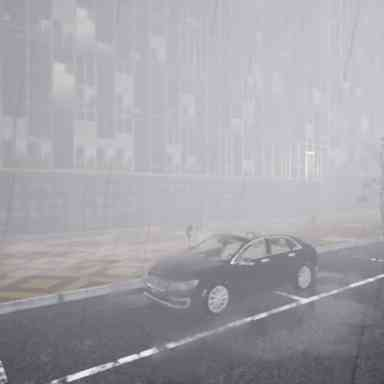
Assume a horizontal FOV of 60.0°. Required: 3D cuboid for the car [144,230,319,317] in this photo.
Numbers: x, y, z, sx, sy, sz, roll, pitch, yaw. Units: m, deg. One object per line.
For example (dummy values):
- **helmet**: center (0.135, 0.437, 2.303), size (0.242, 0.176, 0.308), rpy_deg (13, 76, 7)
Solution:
- **car**: center (1.060, 1.569, 7.414), size (4.403, 1.369, 2.008), rpy_deg (0, 0, -37)
